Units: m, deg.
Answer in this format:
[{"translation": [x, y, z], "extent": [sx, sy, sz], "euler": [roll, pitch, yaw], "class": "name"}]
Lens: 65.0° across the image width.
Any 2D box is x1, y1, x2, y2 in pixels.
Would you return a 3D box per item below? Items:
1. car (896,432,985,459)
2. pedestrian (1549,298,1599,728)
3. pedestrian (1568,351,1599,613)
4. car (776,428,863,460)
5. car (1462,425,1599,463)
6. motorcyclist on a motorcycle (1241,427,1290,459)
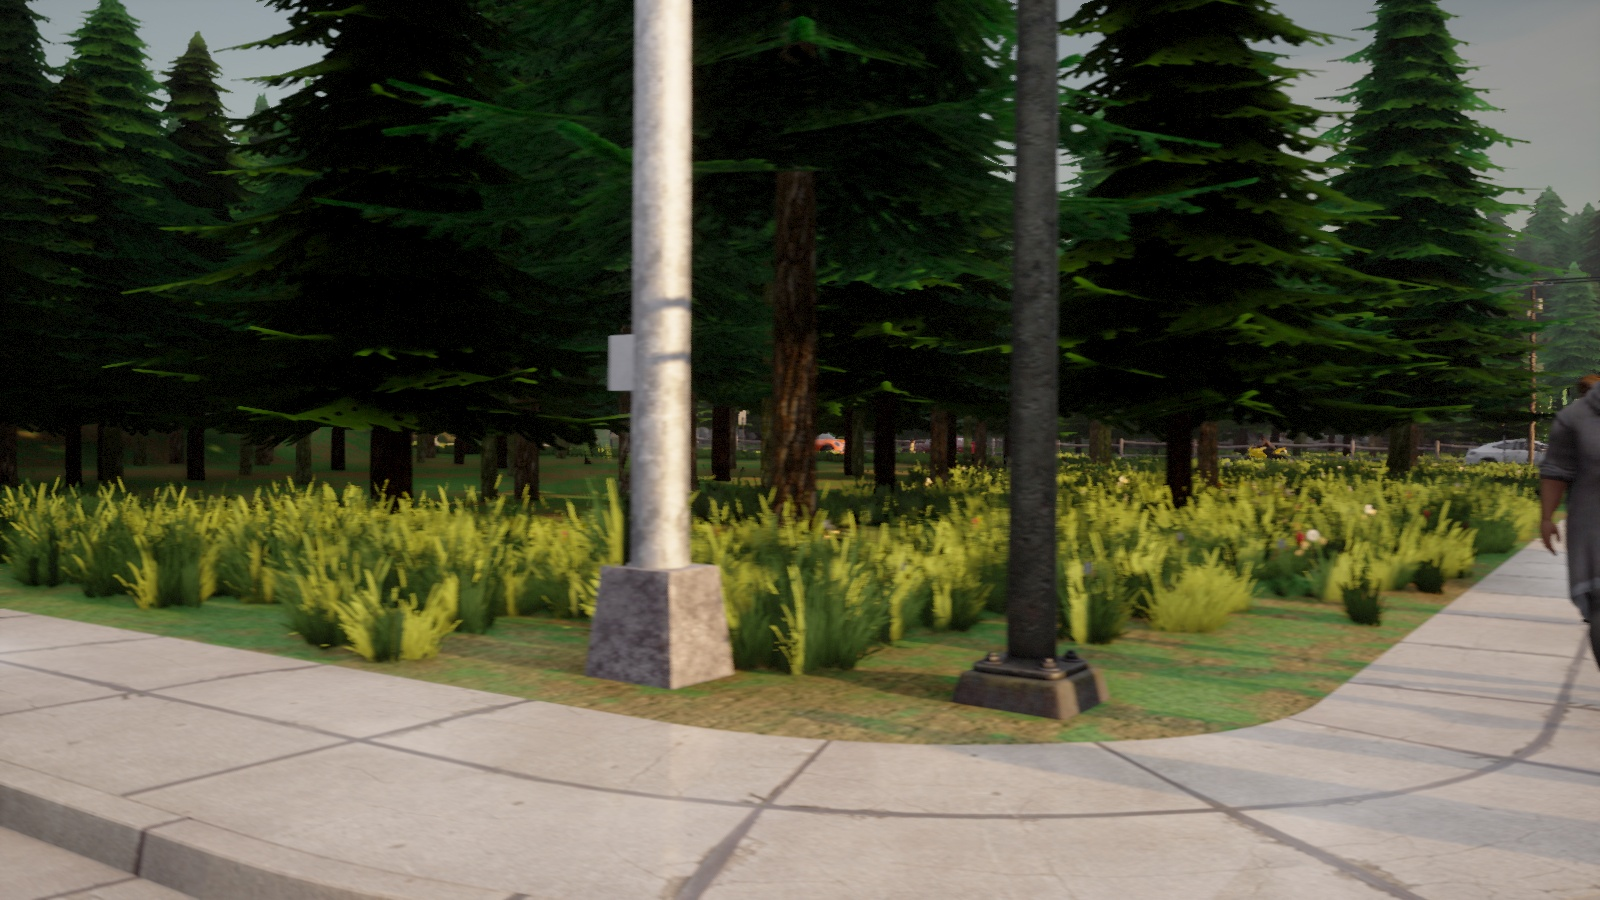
[{"translation": [7.894, -0.253, 70.868], "extent": [4.674, 1.442, 1.812], "euler": [0, 1, 36], "class": "car"}, {"translation": [3.967, 0.281, 5.996], "extent": [0.659, 1.952, 0.873], "euler": [0, 1, 30], "class": "pedestrian"}, {"translation": [5.839, 0.220, 9.102], "extent": [0.331, 1.846, 0.636], "euler": [0, 1, 43], "class": "pedestrian"}, {"translation": [1.108, -0.353, 71.450], "extent": [4.553, 1.767, 2.097], "euler": [0, 1, 36], "class": "car"}, {"translation": [29.446, -0.238, 50.508], "extent": [4.674, 1.442, 1.812], "euler": [0, 1, 40], "class": "car"}, {"translation": [22.377, -0.331, 60.398], "extent": [2.044, 1.523, 0.797], "euler": [0, 1, 37], "class": "motorcyclist on a motorcycle"}]
